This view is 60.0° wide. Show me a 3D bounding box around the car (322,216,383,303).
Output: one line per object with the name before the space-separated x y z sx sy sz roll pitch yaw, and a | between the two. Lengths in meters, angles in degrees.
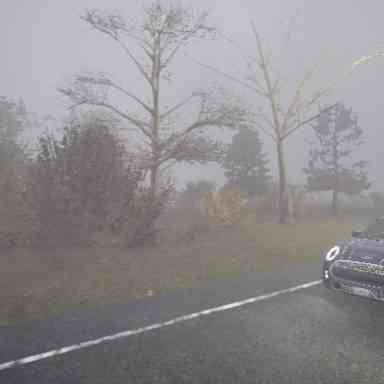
car | 5.075 1.350 7.858 4.553 1.767 2.097 0 0 -38
